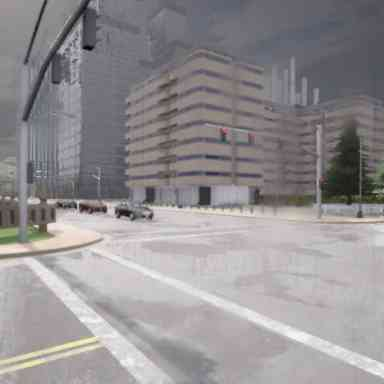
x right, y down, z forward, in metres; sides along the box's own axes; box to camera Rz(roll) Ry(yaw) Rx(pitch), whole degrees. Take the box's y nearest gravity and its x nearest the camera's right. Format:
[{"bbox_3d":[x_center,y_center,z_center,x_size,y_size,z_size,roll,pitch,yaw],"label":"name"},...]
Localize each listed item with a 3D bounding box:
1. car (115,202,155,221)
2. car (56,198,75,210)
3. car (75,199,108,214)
[{"bbox_3d":[-4.938,1.582,28.235,2.128,1.511,4.902,1,0,-35],"label":"car"},{"bbox_3d":[-16.942,1.568,45.126,1.882,1.535,5.008,1,0,-35],"label":"car"},{"bbox_3d":[-10.898,1.568,36.611,1.882,1.535,5.008,1,0,-36],"label":"car"}]
